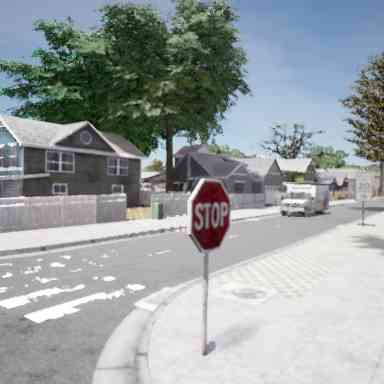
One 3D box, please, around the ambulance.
[{"bbox_3d":[9.262,0.684,27.229,2.351,2.431,6.366,1,1,37],"label":"ambulance"}]
